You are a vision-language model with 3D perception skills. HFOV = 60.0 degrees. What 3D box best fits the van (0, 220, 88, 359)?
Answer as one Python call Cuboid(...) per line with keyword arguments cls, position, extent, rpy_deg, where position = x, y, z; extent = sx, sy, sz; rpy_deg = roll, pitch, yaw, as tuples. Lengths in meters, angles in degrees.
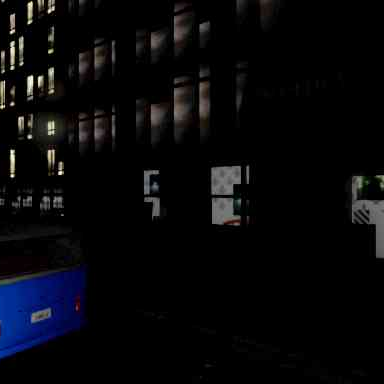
Cuboid(cls="van", position=(-3.431, 1.341, 5.331), extent=(3.998, 1.788, 1.690), rpy_deg=(0, 0, 36))
